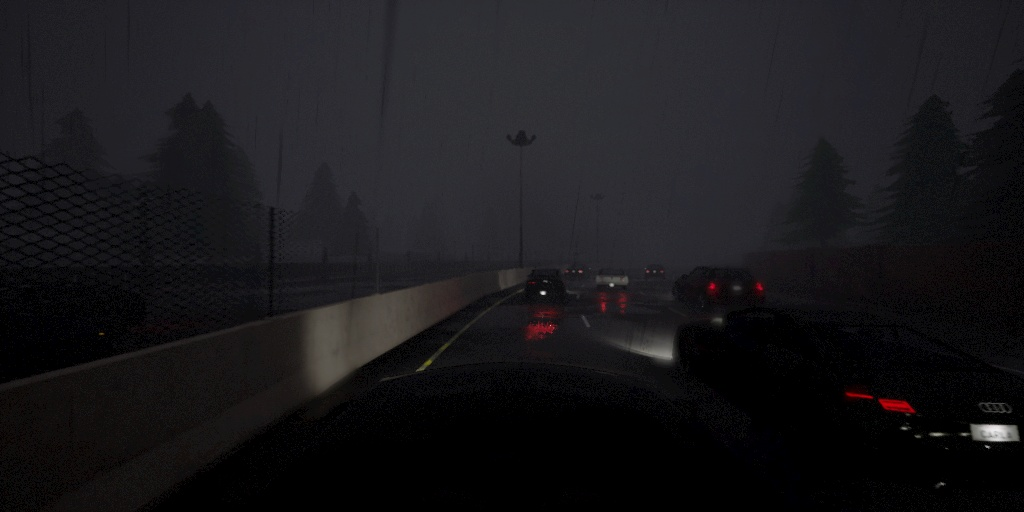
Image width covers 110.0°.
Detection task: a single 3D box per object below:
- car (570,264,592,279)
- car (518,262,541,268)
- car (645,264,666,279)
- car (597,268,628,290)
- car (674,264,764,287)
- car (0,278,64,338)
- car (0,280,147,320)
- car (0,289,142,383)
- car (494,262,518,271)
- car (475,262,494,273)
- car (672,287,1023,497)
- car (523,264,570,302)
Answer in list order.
[{"bbox_3d":[6.542,1.490,35.151,2.033,1.411,5.357,0,0,21],"label":"car"},{"bbox_3d":[2.859,1.555,44.576,1.994,1.385,4.181,0,0,26],"label":"car"},{"bbox_3d":[14.004,1.496,34.979,2.033,1.411,5.357,0,0,23],"label":"car"},{"bbox_3d":[6.686,1.482,24.121,1.895,1.301,4.718,0,0,14],"label":"car"},{"bbox_3d":[8.343,1.183,14.875,2.097,1.767,4.553,0,0,8],"label":"car"},{"bbox_3d":[-13.794,1.316,7.482,2.033,1.411,5.357,0,0,4],"label":"car"},{"bbox_3d":[-10.271,1.261,6.962,2.128,1.511,4.902,0,0,4],"label":"car"},{"bbox_3d":[-6.932,1.278,3.419,1.812,1.442,4.674,0,0,2],"label":"car"},{"bbox_3d":[0.050,1.494,46.828,2.128,1.511,4.902,0,-1,26],"label":"car"},{"bbox_3d":[-3.171,1.531,48.200,1.812,1.442,4.674,0,0,26],"label":"car"},{"bbox_3d":[3.794,1.335,4.751,1.994,1.385,4.181,0,0,3],"label":"car"},{"bbox_3d":[1.772,1.347,17.899,1.837,1.490,4.892,0,0,10],"label":"car"}]
